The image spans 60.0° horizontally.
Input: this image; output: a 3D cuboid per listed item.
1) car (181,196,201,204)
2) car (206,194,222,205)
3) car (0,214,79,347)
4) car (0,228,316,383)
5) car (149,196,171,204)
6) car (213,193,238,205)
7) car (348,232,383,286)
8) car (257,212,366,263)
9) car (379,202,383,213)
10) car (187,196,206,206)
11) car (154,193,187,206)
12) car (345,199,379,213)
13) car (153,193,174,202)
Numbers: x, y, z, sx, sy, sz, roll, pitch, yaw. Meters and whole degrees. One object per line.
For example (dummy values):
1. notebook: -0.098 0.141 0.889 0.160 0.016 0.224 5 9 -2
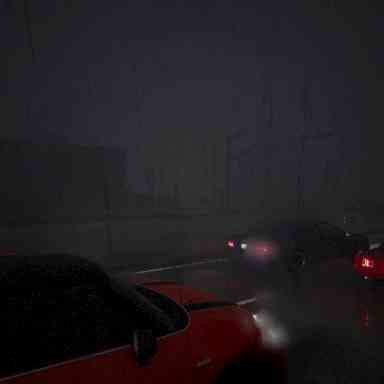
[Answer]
1. car: -0.220 1.564 67.440 1.994 1.385 4.181 0 0 -37
2. car: 2.404 1.547 57.797 2.033 1.411 5.357 0 0 -36
3. car: -4.310 1.352 4.972 4.553 1.767 2.097 0 0 -35
4. car: -1.252 1.352 2.854 4.553 1.767 2.097 0 0 -35
5. car: -6.183 1.505 63.707 1.837 1.490 4.892 0 0 -36
6. car: 5.659 1.222 59.287 2.150 2.045 5.566 0 0 -36
7. car: 6.079 1.601 8.122 4.718 1.301 1.895 0 0 -35
8. car: 3.507 1.547 10.593 5.357 1.411 2.033 0 0 -35
9. car: 21.030 1.352 33.103 4.553 1.767 2.097 0 0 -35
10. car: -0.596 1.547 55.968 2.033 1.411 5.357 0 0 -36
11. car: -3.628 1.221 54.183 2.150 2.045 5.566 0 0 -35
12. car: 18.357 1.477 35.497 5.008 1.535 1.882 0 0 -35
13. car: -6.500 1.225 76.123 2.150 2.045 5.566 0 0 -36
